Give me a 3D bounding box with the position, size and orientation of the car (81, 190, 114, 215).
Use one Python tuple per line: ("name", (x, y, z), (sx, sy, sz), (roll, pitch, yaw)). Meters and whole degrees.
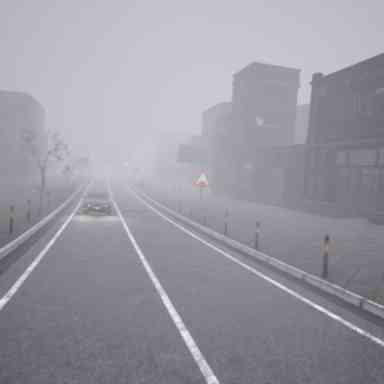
("car", (-6.695, 0.659, 23.691), (1.837, 1.490, 4.892), (3, 3, -16))
